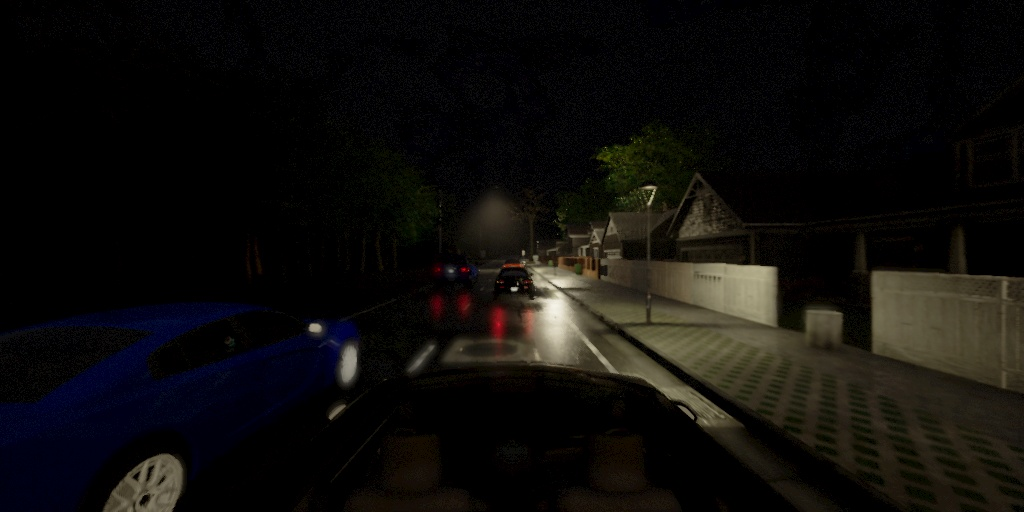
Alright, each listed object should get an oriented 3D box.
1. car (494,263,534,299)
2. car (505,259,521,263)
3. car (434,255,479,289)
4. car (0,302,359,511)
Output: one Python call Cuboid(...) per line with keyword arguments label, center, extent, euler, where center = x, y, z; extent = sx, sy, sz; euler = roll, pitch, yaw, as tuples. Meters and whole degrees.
Cuboid(label="car", center=(0.093, 1.253, 17.711), extent=(1.812, 1.442, 4.674), euler=(0, 0, 0))
Cuboid(label="car", center=(0.087, 1.042, 35.273), extent=(2.097, 1.767, 4.553), euler=(0, 0, 0))
Cuboid(label="car", center=(-3.411, 0.940, 22.779), extent=(2.150, 2.045, 5.566), euler=(0, 0, 0))
Cuboid(label="car", center=(-3.400, 1.225, 3.843), extent=(1.882, 1.535, 5.008), euler=(0, 0, 0))
